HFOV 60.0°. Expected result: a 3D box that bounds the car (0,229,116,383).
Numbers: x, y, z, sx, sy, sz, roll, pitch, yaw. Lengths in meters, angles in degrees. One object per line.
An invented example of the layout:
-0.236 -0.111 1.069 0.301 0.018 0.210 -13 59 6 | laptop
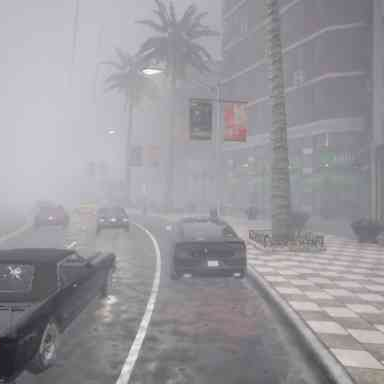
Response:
-2.671 1.599 5.564 1.895 1.301 4.718 0 0 1 | car

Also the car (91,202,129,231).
-4.847 1.542 19.983 2.033 1.411 5.357 0 0 -16 | car

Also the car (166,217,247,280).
0.266 1.475 10.020 1.882 1.535 5.008 0 0 -5 | car

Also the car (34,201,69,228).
-9.280 1.557 22.105 1.994 1.385 4.181 0 0 -20 | car

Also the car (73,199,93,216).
-10.606 1.446 33.074 1.801 1.575 5.366 0 0 -27 | car

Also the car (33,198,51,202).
-17.032 1.465 38.097 1.882 1.535 5.008 0 0 -28 | car
